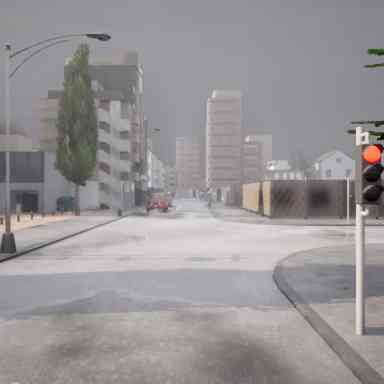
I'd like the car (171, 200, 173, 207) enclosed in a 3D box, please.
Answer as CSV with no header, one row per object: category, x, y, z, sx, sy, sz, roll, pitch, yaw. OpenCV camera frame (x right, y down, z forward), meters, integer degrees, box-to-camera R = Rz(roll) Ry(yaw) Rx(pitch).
car,-3.954,1.503,49.655,1.837,1.490,4.892,0,0,0

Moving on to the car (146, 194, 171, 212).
car,-3.991,1.220,39.217,2.150,2.045,5.566,0,0,0
